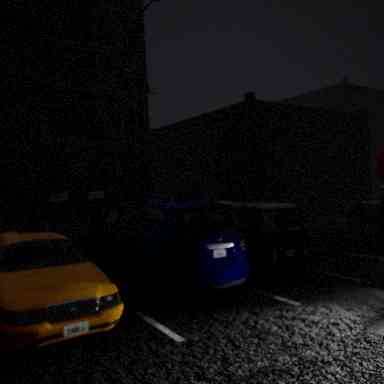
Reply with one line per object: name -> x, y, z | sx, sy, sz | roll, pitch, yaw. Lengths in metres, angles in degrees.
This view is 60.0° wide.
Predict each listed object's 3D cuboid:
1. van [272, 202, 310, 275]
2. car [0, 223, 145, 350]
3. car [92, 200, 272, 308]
van -> 1.180, 1.247, 9.992 | 1.878, 1.987, 4.442 | 0, 0, -36
car -> -3.086, 1.476, 6.576 | 1.946, 1.575, 5.366 | 0, 0, -36
car -> -1.041, 1.225, 8.298 | 2.435, 2.045, 5.566 | 0, 0, -36
